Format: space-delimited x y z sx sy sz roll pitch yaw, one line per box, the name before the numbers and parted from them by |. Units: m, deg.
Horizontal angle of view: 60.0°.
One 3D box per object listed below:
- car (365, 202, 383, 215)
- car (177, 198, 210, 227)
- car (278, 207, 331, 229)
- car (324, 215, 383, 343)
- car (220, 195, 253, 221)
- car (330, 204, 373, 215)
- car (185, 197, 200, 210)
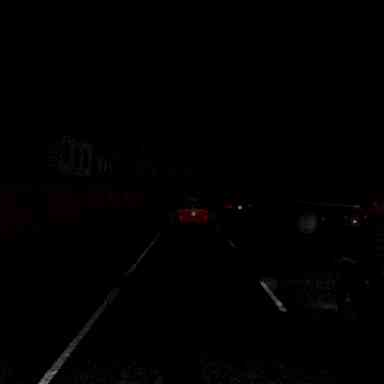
car | 14.090 1.517 25.551 1.882 1.535 5.008 0 0 0
car | 0.090 1.386 22.951 2.097 1.767 4.553 0 0 0
car | 7.091 1.634 21.889 1.895 1.301 4.718 0 0 0
car | 3.598 1.358 4.017 2.097 1.767 4.553 0 0 0
car | 3.589 1.263 27.596 2.150 2.045 5.566 0 0 0
car | 10.590 1.637 23.846 1.895 1.301 4.718 0 0 0
car | 0.047 1.546 45.983 1.882 1.535 5.008 0 0 -1
